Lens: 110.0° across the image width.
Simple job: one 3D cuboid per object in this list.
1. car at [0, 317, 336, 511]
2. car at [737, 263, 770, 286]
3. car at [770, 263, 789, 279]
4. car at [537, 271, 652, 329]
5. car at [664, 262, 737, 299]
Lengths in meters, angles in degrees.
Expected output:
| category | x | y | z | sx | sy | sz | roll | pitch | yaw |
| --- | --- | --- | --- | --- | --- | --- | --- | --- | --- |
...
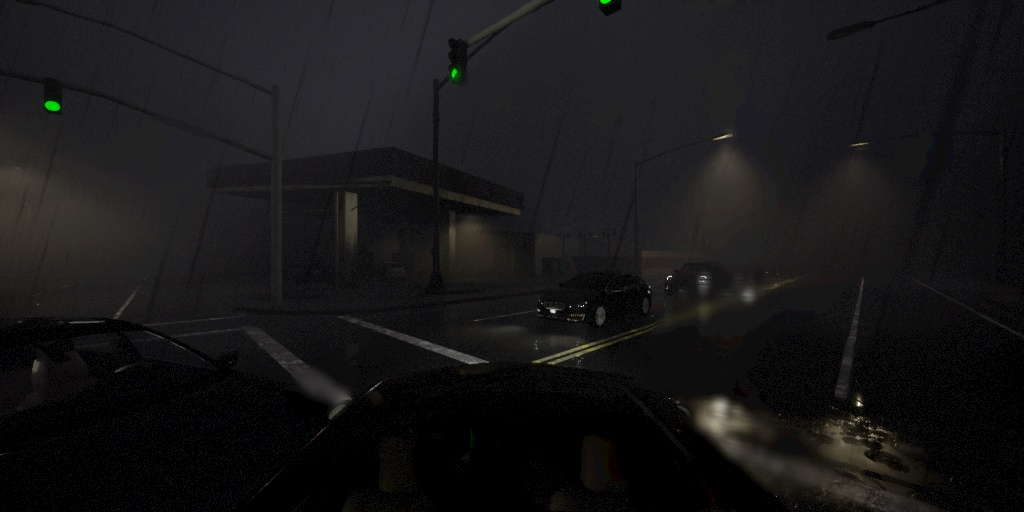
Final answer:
| category | x | y | z | sx | sy | sz | roll | pitch | yaw |
| --- | --- | --- | --- | --- | --- | --- | --- | --- | --- |
| car | -3.435 | 1.242 | 2.455 | 4.902 | 1.511 | 2.128 | 0 | 0 | 15 |
| car | 16.495 | 1.314 | 25.349 | 1.994 | 1.385 | 4.181 | 0 | 0 | 44 |
| car | 23.586 | 1.314 | 32.446 | 4.181 | 1.385 | 1.994 | 0 | 0 | -45 |
| car | 2.812 | 1.255 | 11.510 | 1.837 | 1.490 | 4.892 | 0 | 0 | 44 |
| car | 9.610 | 1.102 | 18.397 | 2.097 | 1.767 | 4.553 | 0 | 0 | 45 |
